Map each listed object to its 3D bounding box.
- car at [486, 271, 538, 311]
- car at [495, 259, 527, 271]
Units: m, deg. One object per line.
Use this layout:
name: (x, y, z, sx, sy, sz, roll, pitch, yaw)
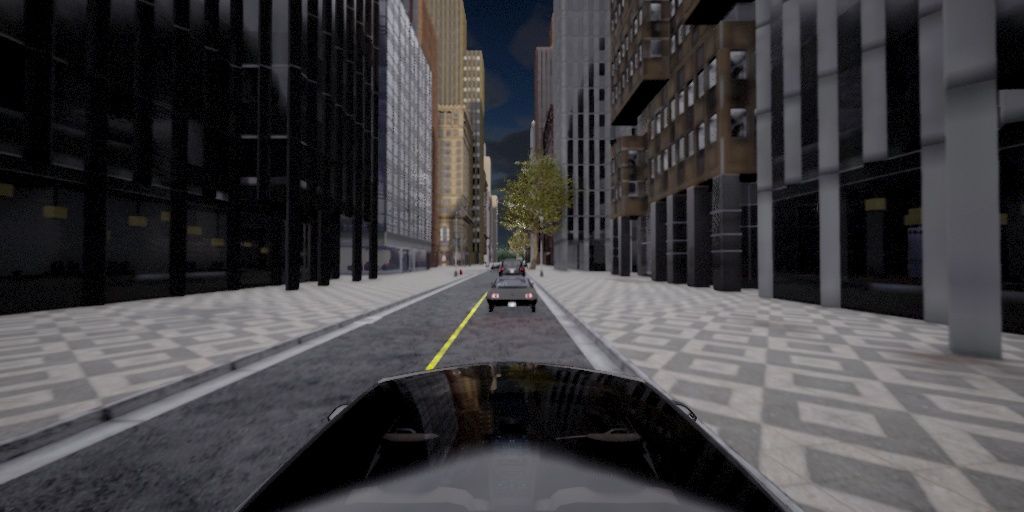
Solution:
car: (0.019, 1.487, 15.114, 1.895, 1.301, 4.718, 0, -1, 0)
car: (0.019, 1.265, 29.438, 2.150, 2.045, 5.566, 0, 0, 0)
